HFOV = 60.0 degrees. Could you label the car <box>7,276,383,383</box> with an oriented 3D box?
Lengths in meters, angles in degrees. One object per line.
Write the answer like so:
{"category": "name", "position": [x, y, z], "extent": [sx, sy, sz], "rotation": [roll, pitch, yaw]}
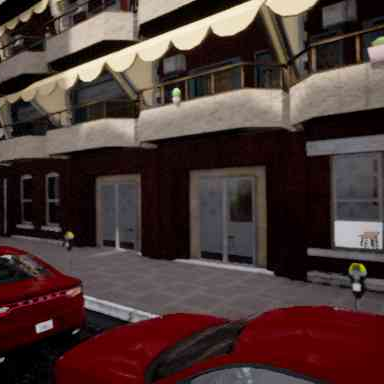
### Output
{"category": "car", "position": [0.819, 1.548, 2.302], "extent": [4.507, 1.381, 1.887], "rotation": [0, -1, 36]}

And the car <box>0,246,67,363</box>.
{"category": "car", "position": [-3.678, 1.575, 5.510], "extent": [4.507, 1.381, 1.887], "rotation": [0, -1, 36]}
